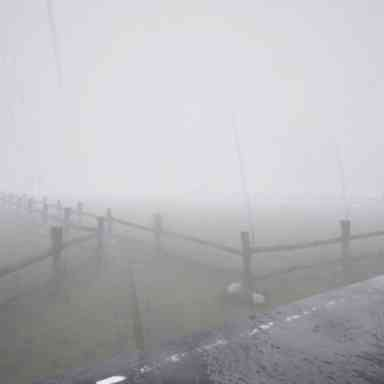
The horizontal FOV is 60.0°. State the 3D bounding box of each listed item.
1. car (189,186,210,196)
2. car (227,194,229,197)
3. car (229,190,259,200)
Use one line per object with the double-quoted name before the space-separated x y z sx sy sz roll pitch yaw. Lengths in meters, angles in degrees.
"car" 1.644 -0.233 70.641 2.150 2.045 5.566 1 1 -35
"car" 8.508 0.367 60.887 2.128 1.511 4.902 1 1 -35
"car" 9.003 0.441 55.211 1.882 1.535 5.008 1 1 -35
